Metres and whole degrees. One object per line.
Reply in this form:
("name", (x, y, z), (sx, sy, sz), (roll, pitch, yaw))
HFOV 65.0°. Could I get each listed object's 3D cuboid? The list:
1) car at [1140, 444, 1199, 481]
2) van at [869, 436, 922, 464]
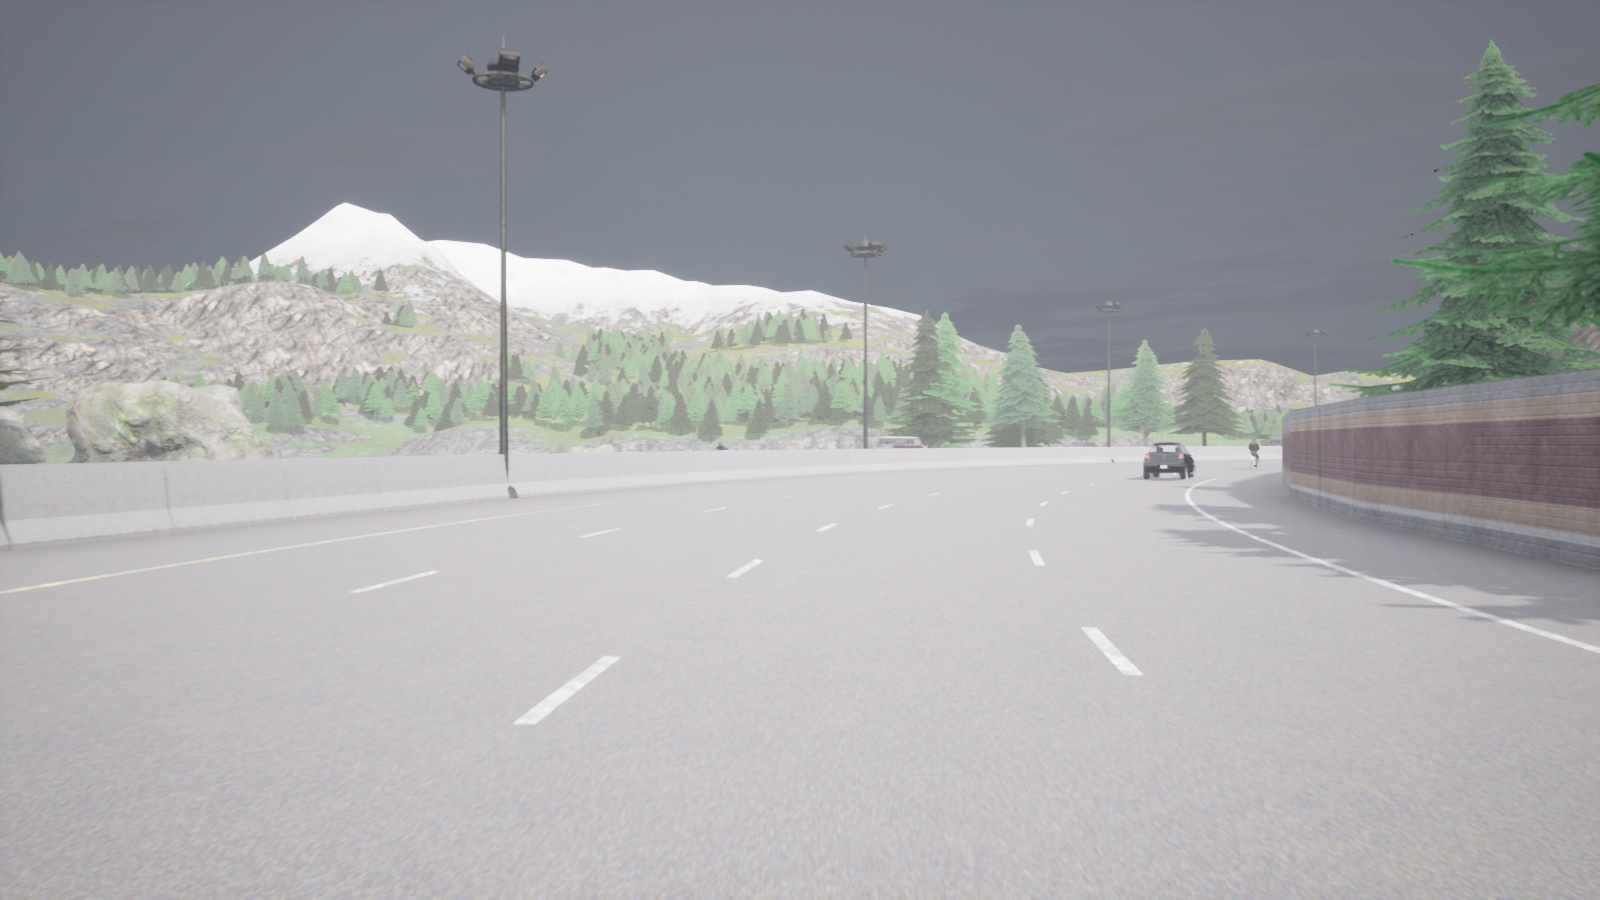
("car", (15.307, 0.486, 51.891), (1.845, 1.501, 3.633), (0, 0, 24))
("van", (7.052, -0.015, 92.611), (1.775, 1.987, 4.442), (0, 0, 37))
